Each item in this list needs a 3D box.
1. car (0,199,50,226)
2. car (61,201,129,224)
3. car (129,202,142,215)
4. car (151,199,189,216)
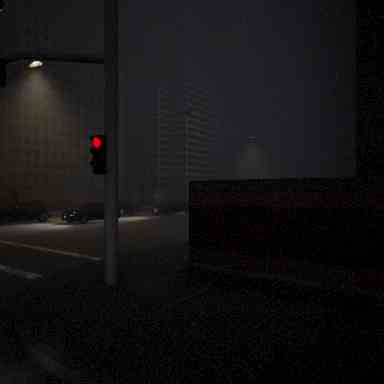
[{"bbox_3d":[-12.699,1.352,23.818,2.097,1.767,4.553,0,0,36],"label":"car"},{"bbox_3d":[-7.437,1.505,25.146,1.837,1.490,4.892,0,0,36],"label":"car"},{"bbox_3d":[-7.159,1.547,31.503,2.033,1.411,5.357,0,0,36],"label":"car"},{"bbox_3d":[-1.936,1.491,32.742,2.128,1.511,4.902,0,0,36],"label":"car"}]
